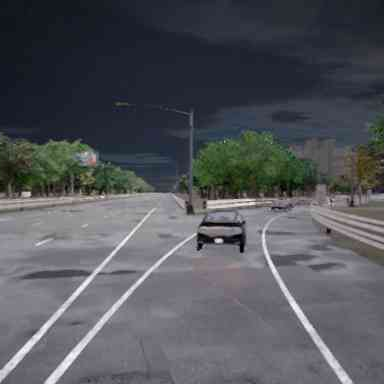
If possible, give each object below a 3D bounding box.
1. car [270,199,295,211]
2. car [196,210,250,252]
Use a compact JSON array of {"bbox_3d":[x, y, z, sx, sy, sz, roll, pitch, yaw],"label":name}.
[{"bbox_3d":[11.412,1.594,41.730,2.033,1.411,5.357,0,0,30],"label":"car"},{"bbox_3d":[1.380,1.499,14.080,2.128,1.511,4.902,0,0,10],"label":"car"}]
